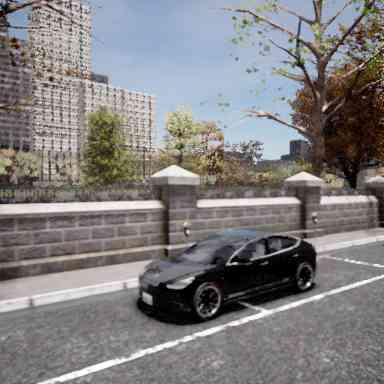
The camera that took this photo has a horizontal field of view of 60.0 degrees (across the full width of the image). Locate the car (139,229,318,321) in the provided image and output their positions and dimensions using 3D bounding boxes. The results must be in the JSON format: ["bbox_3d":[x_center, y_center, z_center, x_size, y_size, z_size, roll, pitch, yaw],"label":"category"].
[{"bbox_3d":[0.971,1.535,7.259,4.313,1.339,1.947,0,0,-36],"label":"car"}]
